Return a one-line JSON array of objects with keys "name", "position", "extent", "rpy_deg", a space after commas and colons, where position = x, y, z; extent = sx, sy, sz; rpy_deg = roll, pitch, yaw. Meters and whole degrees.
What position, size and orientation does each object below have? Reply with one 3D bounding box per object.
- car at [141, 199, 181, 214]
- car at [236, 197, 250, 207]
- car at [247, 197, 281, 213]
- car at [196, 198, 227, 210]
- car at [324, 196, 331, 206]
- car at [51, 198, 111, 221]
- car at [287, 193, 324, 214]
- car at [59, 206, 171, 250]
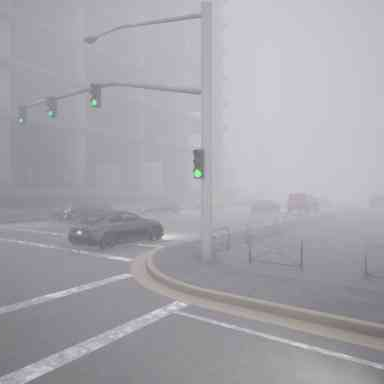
[{"name": "car", "position": [-3.065, 1.436, 32.831], "extent": [2.128, 1.511, 4.902], "rpy_deg": [0, 0, 35]}, {"name": "car", "position": [8.246, 1.470, 48.734], "extent": [1.812, 1.442, 4.674], "rpy_deg": [0, 0, 36]}, {"name": "car", "position": [8.070, 1.508, 36.099], "extent": [1.994, 1.385, 4.181], "rpy_deg": [0, 0, 35]}, {"name": "car", "position": [2.385, 1.422, 40.519], "extent": [1.882, 1.535, 5.008], "rpy_deg": [0, 0, 36]}, {"name": "car", "position": [21.844, 1.422, 55.548], "extent": [1.882, 1.535, 5.008], "rpy_deg": [0, 0, 35]}, {"name": "car", "position": [-8.329, 1.297, 25.407], "extent": [2.097, 1.767, 4.553], "rpy_deg": [0, 0, 36]}, {"name": "car", "position": [11.954, 1.166, 35.529], "extent": [2.150, 2.045, 5.566], "rpy_deg": [0, 0, 35]}, {"name": "car", "position": [-3.108, 1.509, 14.222], "extent": [1.994, 1.385, 4.181], "rpy_deg": [0, 0, 35]}]
